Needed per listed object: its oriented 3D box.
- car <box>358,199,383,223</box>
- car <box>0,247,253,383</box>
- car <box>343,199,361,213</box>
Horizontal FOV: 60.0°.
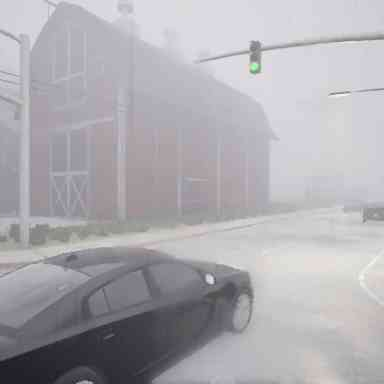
[{"bbox_3d":[14.315,1.505,25.231,1.882,1.535,5.008,0,0,36],"label":"car"},{"bbox_3d":[-0.899,1.501,4.508,1.882,1.535,5.008,0,0,36],"label":"car"},{"bbox_3d":[17.597,1.505,35.729,1.837,1.490,4.892,0,0,37],"label":"car"}]
